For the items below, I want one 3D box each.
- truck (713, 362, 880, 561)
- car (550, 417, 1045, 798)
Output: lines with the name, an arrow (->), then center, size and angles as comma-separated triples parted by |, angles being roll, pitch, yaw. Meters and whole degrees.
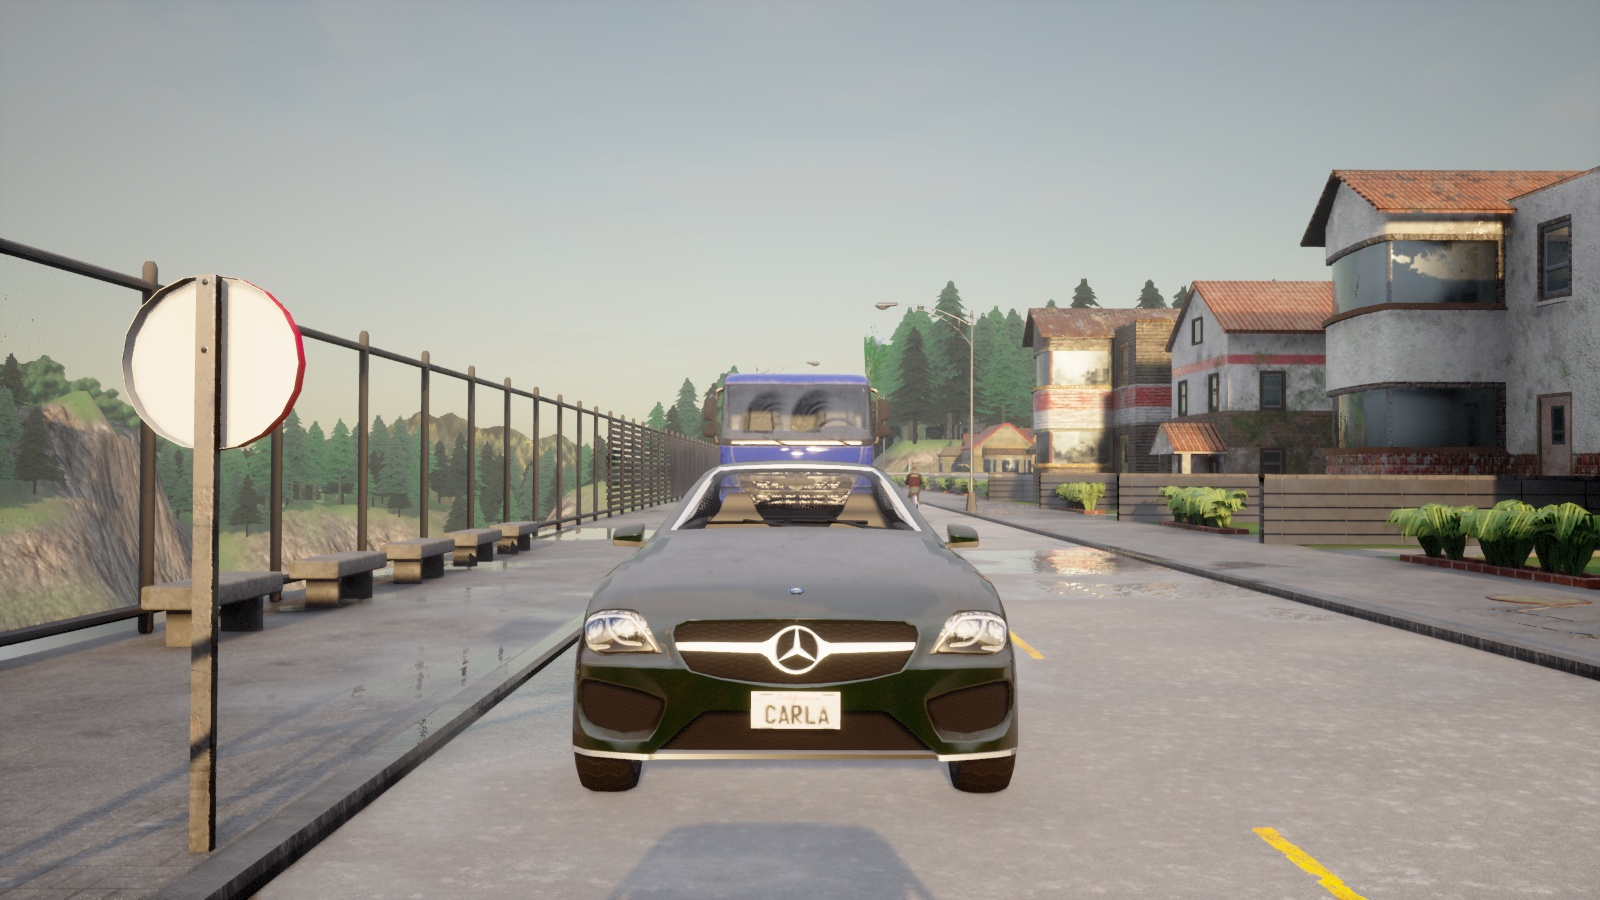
truck -> -0.068, 0.265, 25.803 | 2.891, 3.462, 7.936 | 0, -1, 0
car -> -0.021, 0.727, 7.996 | 2.152, 1.651, 5.027 | 0, -1, 0
